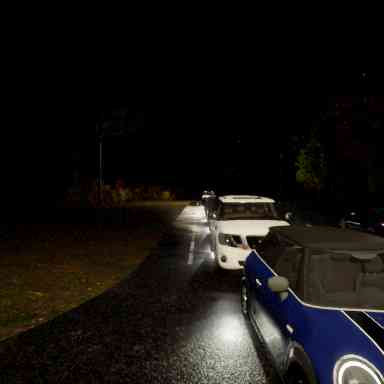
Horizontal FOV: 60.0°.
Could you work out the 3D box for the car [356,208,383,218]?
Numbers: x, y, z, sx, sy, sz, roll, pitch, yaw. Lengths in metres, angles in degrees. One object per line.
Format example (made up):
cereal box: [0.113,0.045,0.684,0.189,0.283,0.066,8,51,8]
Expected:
car: [8.824,1.479,16.021,1.994,1.385,4.181,0,0,1]

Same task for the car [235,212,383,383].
car: [1.940,1.338,4.156,2.097,1.767,4.553,0,0,0]

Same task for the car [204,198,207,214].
car: [1.978,1.380,23.089,1.837,1.490,4.892,0,0,1]

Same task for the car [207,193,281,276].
car: [1.716,1.160,10.502,2.150,2.045,5.566,0,0,1]

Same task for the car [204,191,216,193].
car: [2.743,0.938,54.441,2.150,2.045,5.566,0,0,2]

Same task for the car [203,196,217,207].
car: [2.567,1.314,48.008,1.994,1.385,4.181,0,0,2]

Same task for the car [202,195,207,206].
car: [2.113,1.322,29.344,1.882,1.535,5.008,0,0,1]

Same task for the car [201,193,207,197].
car: [2.393,1.275,41.599,2.128,1.511,4.902,0,0,1]
